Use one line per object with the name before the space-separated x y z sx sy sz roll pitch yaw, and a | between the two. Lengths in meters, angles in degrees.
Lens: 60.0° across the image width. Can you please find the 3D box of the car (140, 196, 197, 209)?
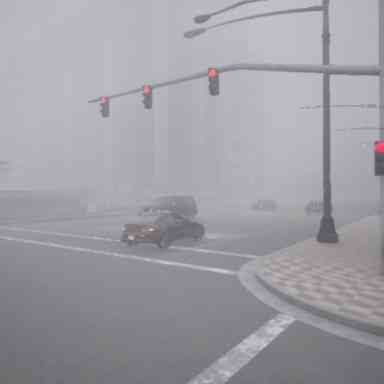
car | -1.767 1.326 26.192 2.150 2.045 5.566 0 0 36

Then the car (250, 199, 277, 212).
car | 8.881 1.608 40.920 1.837 1.490 4.892 0 0 36

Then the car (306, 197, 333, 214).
car | 13.448 1.550 34.971 2.128 1.511 4.902 0 0 36

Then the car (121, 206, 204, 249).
car | -1.178 1.586 14.886 1.812 1.442 4.674 -1 -1 31
